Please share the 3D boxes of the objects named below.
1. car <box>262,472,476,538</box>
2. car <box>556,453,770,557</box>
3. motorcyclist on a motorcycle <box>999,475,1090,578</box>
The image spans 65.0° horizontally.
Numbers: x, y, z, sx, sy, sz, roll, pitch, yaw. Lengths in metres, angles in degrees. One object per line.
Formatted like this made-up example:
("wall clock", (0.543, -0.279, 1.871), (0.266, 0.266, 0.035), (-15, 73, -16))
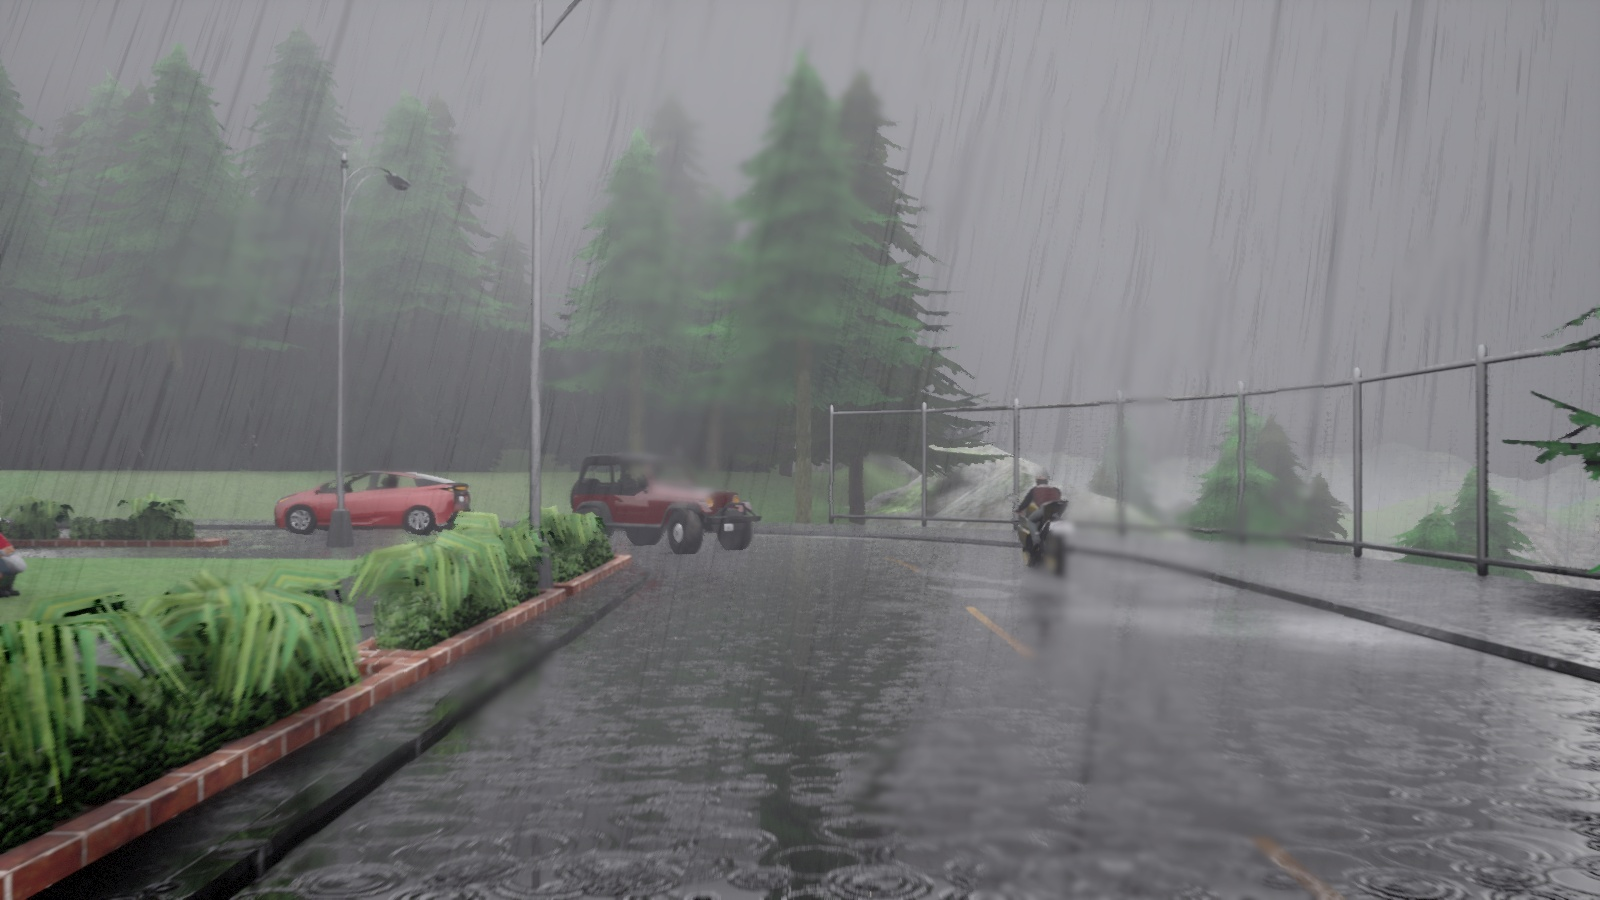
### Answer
("car", (-10.398, 1.314, 30.545), (4.514, 1.525, 2.007), (0, -1, 2))
("car", (-2.715, 1.036, 24.680), (3.866, 1.878, 1.905), (-1, -1, 34))
("motorcyclist on a motorcycle", (3.834, 1.169, 19.906), (0.866, 1.530, 2.191), (-1, -1, -4))
